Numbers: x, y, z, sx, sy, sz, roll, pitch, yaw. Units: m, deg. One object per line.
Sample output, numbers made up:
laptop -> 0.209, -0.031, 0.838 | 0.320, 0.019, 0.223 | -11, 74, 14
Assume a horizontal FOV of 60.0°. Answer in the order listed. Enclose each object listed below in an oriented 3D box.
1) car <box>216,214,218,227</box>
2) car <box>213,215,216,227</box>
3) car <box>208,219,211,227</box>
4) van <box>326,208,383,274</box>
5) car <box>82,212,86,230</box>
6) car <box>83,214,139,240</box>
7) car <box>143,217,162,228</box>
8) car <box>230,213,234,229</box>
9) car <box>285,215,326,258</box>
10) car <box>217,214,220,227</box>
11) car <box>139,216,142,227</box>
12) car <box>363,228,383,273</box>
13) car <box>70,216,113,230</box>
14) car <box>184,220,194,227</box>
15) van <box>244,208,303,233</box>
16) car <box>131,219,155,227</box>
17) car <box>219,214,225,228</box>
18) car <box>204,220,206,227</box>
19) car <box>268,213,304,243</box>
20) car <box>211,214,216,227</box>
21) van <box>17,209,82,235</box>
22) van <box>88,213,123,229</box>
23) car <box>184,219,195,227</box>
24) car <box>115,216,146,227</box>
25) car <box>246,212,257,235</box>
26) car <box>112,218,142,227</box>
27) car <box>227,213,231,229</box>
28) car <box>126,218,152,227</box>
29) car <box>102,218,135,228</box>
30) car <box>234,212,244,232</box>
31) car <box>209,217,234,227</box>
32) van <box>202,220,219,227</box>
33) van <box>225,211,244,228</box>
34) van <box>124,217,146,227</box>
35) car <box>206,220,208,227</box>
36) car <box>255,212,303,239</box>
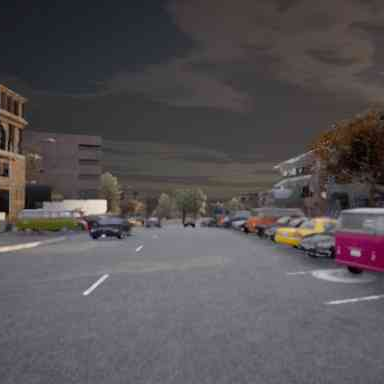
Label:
car -> 6.097, 3.943, 44.900 | 4.553, 1.767, 2.185 | 3, -6, -21
car -> 6.082, 4.333, 47.815 | 4.892, 1.521, 2.231 | 3, -6, -21
car -> 6.033, 4.624, 53.698 | 5.566, 2.045, 2.435 | 3, -6, -21
van -> 6.514, 1.472, 9.869 | 4.442, 1.987, 1.878 | 2, -3, -20
car -> -11.556, 2.699, 29.504 | 4.553, 1.767, 2.185 | 1, -5, -20
car -> -5.174, 2.347, 22.076 | 2.033, 1.411, 5.357 | 0, -4, 0
car -> -5.380, 4.307, 46.840 | 1.812, 1.442, 4.674 | 0, -5, 0
car -> 6.288, 2.893, 30.267 | 4.674, 1.452, 2.002 | 2, -5, -20
car -> 6.401, 1.802, 12.742 | 4.892, 1.521, 2.231 | 2, -2, -20
car -> 6.136, 3.843, 41.954 | 4.792, 1.488, 2.163 | 3, -5, -20
car -> -11.681, 5.176, 56.401 | 5.366, 1.575, 1.946 | 1, -6, -21
car -> 6.401, 1.609, 6.900 | 4.892, 1.521, 2.231 | 1, -2, -20
car -> -11.607, 3.593, 38.450 | 4.674, 1.452, 2.002 | 1, -5, -21
car -> -0.589, 6.051, 64.236 | 1.895, 1.301, 4.718 | 0, -6, -1
van -> 6.443, 2.203, 24.488 | 4.442, 1.987, 1.878 | 2, -4, -20
car -> -12.352, 7.739, 83.173 | 5.566, 2.045, 2.435 | 1, -6, -20
car -> 6.203, 3.566, 39.050 | 5.008, 1.535, 2.097 | 3, -5, -20
car -> 5.667, 6.508, 71.178 | 4.553, 1.767, 2.185 | 3, -7, -21
car -> 6.554, 1.928, 15.734 | 5.366, 1.575, 1.946 | 2, -3, -20
car -> 6.042, 4.598, 50.741 | 4.892, 1.521, 2.231 | 3, -6, -21
van -> -11.389, 2.375, 26.579 | 4.442, 1.987, 1.878 | 1, -4, -20
van -> -11.578, 3.846, 44.483 | 4.442, 1.987, 1.878 | 1, -6, -21
car -> -0.422, 5.062, 54.224 | 1.895, 1.301, 4.718 | 0, -5, -1
car -> -12.034, 5.821, 65.278 | 5.566, 2.045, 2.435 | 1, -6, -21
car -> 6.358, 2.237, 21.508 | 5.008, 1.535, 2.097 | 2, -4, -20
car -> -12.128, 5.760, 62.223 | 5.366, 1.575, 1.946 | 1, -6, -21
car -> 6.261, 3.125, 33.196 | 4.674, 1.452, 2.002 | 3, -5, -20
car -> -12.270, 7.092, 77.189 | 5.566, 2.045, 2.435 | 1, -6, -21
car -> -11.779, 4.921, 53.368 | 4.792, 1.488, 2.163 | 1, -6, -21
car -> 6.281, 2.658, 27.342 | 4.792, 1.488, 2.163 | 2, -5, -20
car -> 5.779, 5.897, 65.345 | 4.553, 1.767, 2.185 | 3, -7, -21
van -> 5.262, 8.930, 94.584 | 4.442, 1.987, 1.878 | 3, -7, -21
van -> 6.338, 3.103, 36.186 | 4.442, 1.987, 1.878 | 3, -5, -20
van -> -12.232, 6.472, 71.198 | 4.442, 1.987, 1.878 | 1, -6, -21
car -> 5.854, 5.725, 62.417 | 5.008, 1.535, 2.097 | 3, -7, -21
car -> 6.373, 2.072, 18.585 | 4.892, 1.521, 2.231 | 2, -3, -20
